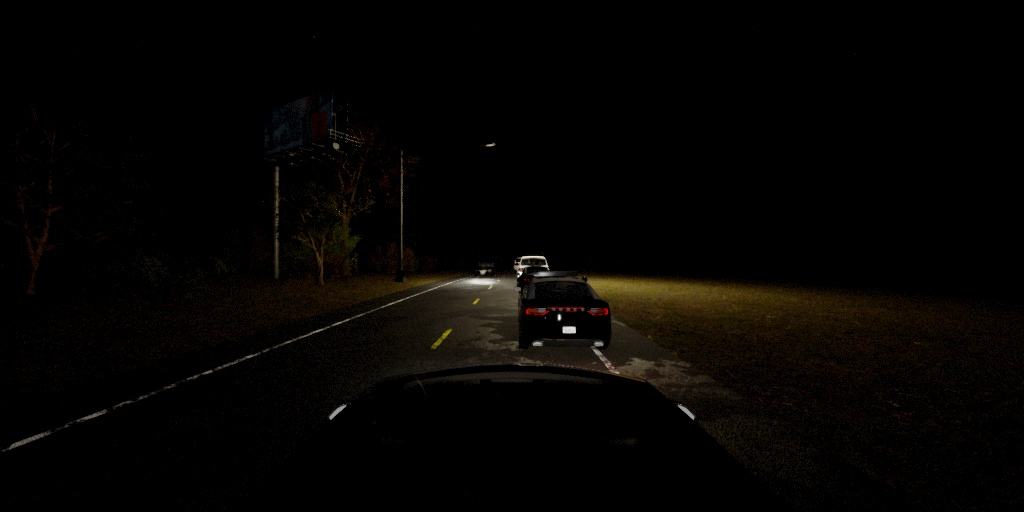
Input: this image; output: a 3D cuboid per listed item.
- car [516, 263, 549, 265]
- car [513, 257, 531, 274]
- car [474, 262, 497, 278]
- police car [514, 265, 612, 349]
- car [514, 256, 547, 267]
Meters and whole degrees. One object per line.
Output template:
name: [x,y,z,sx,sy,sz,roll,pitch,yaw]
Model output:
car: [1.277,1.296,19.142,1.837,1.490,4.892,0,0,1]
car: [1.395,1.203,46.496,2.150,2.045,5.566,0,0,4]
car: [-2.644,1.387,36.253,2.128,1.511,4.902,0,0,3]
police car: [1.100,1.184,9.286,1.930,1.638,5.238,0,0,1]
car: [1.446,1.044,25.151,2.150,2.045,5.566,0,0,2]
